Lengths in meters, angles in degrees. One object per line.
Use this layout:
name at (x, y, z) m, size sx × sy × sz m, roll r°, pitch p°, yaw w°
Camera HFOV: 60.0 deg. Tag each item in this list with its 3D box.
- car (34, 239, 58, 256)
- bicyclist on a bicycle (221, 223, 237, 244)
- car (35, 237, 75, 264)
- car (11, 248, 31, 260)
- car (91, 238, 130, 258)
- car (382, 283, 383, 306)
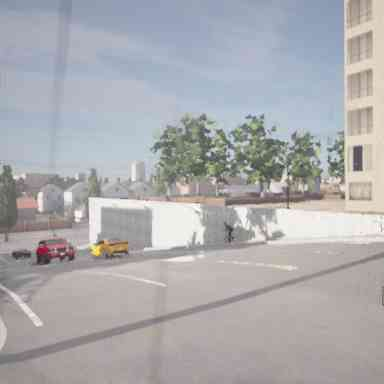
car at (-21.372, 8.001, 48.553) m, size 2.150 × 2.045 × 5.566 m, roll -2°, pitch -5°, yaw -34°
bicyclist on a bicycle at (2.850, 3.226, 26.220) m, size 1.656 × 1.620 × 0.582 m, roll -1°, pitch -7°, yaw -34°
car at (-11.494, 4.846, 27.746) m, size 2.150 × 2.045 × 5.566 m, roll -1°, pitch -9°, yaw -35°
car at (-22.687, 8.194, 44.175) m, size 1.895 × 1.301 × 4.718 m, roll -2°, pitch -5°, yaw -35°
car at (-6.907, 4.608, 27.633) m, size 1.882 × 1.535 × 5.008 m, roll -1°, pitch -9°, yaw -35°
car at (5.163, 1.246, 3.561) m, size 2.150 × 2.045 × 5.566 m, roll -1°, pitch 0°, yaw -35°
